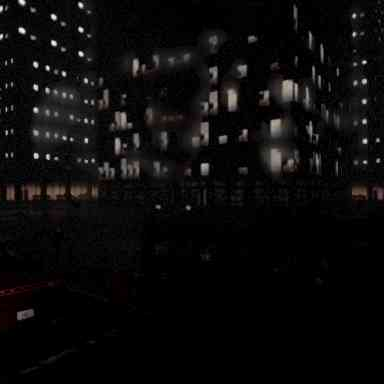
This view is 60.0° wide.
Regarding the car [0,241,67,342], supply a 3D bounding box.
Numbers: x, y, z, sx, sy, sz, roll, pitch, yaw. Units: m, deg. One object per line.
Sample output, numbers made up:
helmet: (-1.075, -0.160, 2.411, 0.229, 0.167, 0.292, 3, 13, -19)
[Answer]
car: (-4.047, 1.497, 5.789, 4.507, 1.381, 1.887, 1, -1, 36)
